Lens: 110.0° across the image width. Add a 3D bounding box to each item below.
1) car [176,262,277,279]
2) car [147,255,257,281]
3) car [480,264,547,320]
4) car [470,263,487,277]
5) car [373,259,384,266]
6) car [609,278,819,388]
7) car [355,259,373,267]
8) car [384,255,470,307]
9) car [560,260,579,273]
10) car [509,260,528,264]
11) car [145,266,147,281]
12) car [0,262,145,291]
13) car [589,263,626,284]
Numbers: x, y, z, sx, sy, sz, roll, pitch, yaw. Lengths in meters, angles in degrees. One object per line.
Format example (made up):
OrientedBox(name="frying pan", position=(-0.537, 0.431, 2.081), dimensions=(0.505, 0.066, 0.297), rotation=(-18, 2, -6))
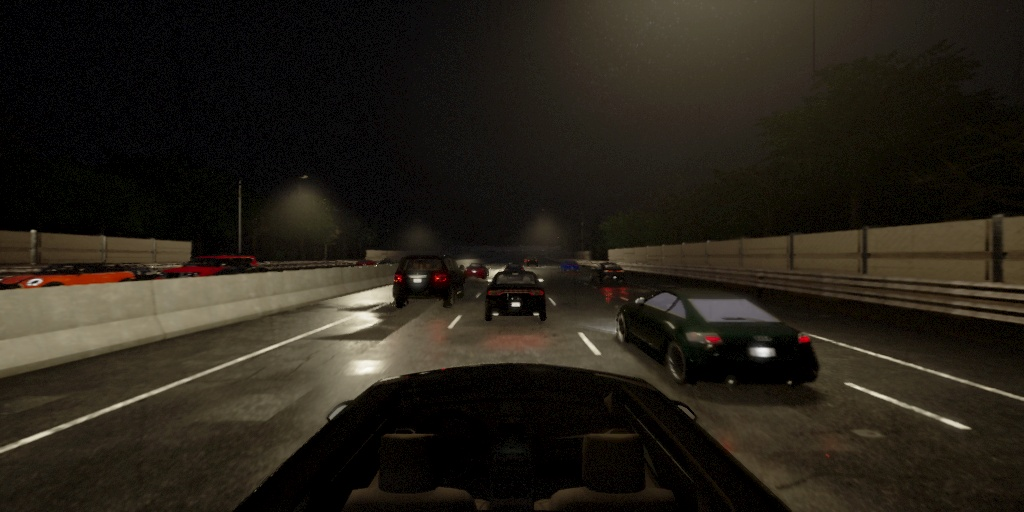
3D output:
OrientedBox(name="car", position=(-14.057, 1.263, 18.575), dimensions=(1.837, 1.490, 4.892), rotation=(0, 0, 0))
OrientedBox(name="car", position=(-17.546, 0.982, 21.212), dimensions=(2.150, 2.045, 5.566), rotation=(0, 0, 0))
OrientedBox(name="car", position=(0.121, 1.231, 12.677), dimensions=(1.882, 1.535, 5.008), rotation=(0, 0, 0))
OrientedBox(name="car", position=(-3.276, 1.348, 33.464), dimensions=(1.994, 1.385, 4.181), rotation=(0, 0, 0))
OrientedBox(name="car", position=(-20.660, 1.187, 59.477), dimensions=(2.097, 1.767, 4.553), rotation=(0, 0, 1))
OrientedBox(name="car", position=(3.507, 1.315, 7.015), dimensions=(1.994, 1.385, 4.181), rotation=(0, 0, 0))
OrientedBox(name="car", position=(-24.157, 1.311, 59.251), dimensions=(1.882, 1.535, 5.008), rotation=(0, 0, 1))
OrientedBox(name="car", position=(-3.371, 0.977, 15.508), dimensions=(2.150, 2.045, 5.566), rotation=(0, 0, 0))
OrientedBox(name="car", position=(7.313, 1.290, 45.563), dimensions=(1.882, 1.535, 5.008), rotation=(0, 0, 1))
OrientedBox(name="car", position=(0.225, 1.348, 33.656), dimensions=(1.994, 1.385, 4.181), rotation=(0, 0, 0))
OrientedBox(name="car", position=(-24.430, 1.309, 22.577), dimensions=(2.033, 1.411, 5.357), rotation=(0, 0, -1))
OrientedBox(name="car", position=(-21.061, 1.108, 17.113), dimensions=(2.097, 1.767, 4.553), rotation=(0, 0, 0))
OrientedBox(name="car", position=(7.089, 1.264, 26.932), dimensions=(2.128, 1.511, 4.902), rotation=(0, 0, 1))
